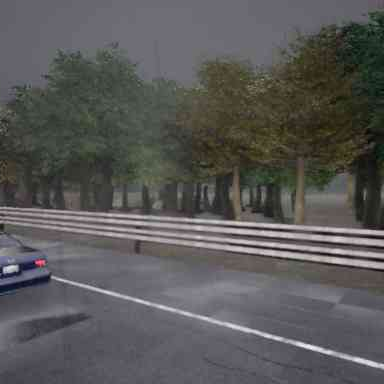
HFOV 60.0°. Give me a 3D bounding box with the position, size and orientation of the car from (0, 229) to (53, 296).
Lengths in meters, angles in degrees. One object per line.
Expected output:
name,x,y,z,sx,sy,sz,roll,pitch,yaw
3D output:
car,-5.478,1.507,7.833,5.357,1.411,2.033,0,0,36
